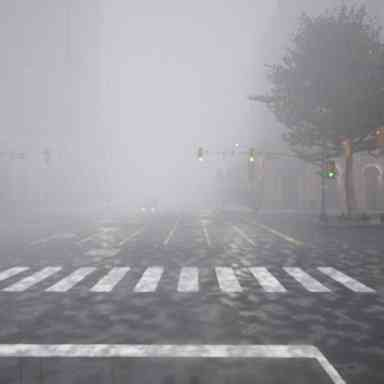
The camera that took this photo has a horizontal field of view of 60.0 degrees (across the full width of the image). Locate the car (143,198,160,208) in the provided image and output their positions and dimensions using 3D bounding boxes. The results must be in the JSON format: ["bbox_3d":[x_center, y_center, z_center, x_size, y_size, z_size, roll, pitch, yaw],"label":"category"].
[{"bbox_3d":[-6.857,1.807,55.161,1.882,1.535,5.008,0,0,0],"label":"car"}]

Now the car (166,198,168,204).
[{"bbox_3d":[-6.539,1.926,75.102,1.882,1.535,5.008,0,0,1],"label":"car"}]

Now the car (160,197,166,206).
[{"bbox_3d":[-6.731,1.912,64.730,1.812,1.442,4.674,0,0,1],"label":"car"}]
